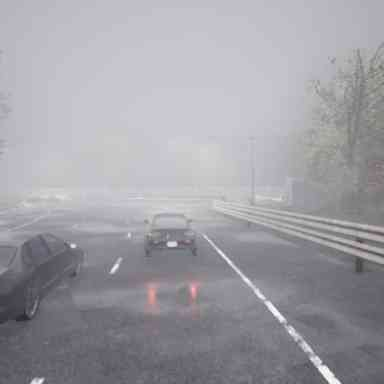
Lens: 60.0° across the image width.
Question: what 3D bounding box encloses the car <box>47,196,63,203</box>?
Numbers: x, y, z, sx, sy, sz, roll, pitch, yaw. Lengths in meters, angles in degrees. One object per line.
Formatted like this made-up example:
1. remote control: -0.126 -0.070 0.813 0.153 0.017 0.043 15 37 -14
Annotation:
1. car: -29.373 1.547 69.901 1.994 1.385 4.181 0 0 -43

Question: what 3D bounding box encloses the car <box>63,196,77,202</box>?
1. car: -26.720 1.571 72.182 1.895 1.301 4.718 0 0 -43

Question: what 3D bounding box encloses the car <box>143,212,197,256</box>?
1. car: -0.900 1.511 13.017 1.812 1.442 4.674 0 0 -7

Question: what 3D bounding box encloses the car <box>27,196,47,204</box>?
1. car: -32.047 1.539 67.642 2.128 1.511 4.902 0 0 -43

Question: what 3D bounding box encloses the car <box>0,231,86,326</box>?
1. car: -3.792 1.554 7.136 2.033 1.411 5.357 0 0 -4
